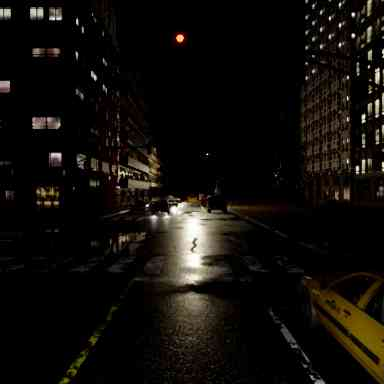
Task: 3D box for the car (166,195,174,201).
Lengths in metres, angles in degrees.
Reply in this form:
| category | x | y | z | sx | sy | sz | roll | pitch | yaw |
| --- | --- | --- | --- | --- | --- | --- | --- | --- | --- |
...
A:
| category | x | y | z | sx | sy | sz | roll | pitch | yaw |
| --- | --- | --- | --- | --- | --- | --- | --- | --- | --- |
| car | -5.696 | 1.611 | 85.941 | 1.752 | 1.417 | 4.829 | 0 | 0 | 0 |

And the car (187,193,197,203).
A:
| category | x | y | z | sx | sy | sz | roll | pitch | yaw |
| --- | --- | --- | --- | --- | --- | --- | --- | --- | --- |
| car | 0.000 | 1.291 | 75.861 | 2.150 | 2.045 | 5.566 | 0 | 0 | 0 |

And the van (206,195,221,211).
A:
| category | x | y | z | sx | sy | sz | roll | pitch | yaw |
| --- | --- | --- | --- | --- | --- | --- | --- | --- | --- |
| van | 2.684 | 1.357 | 41.898 | 1.690 | 1.788 | 3.998 | 0 | 0 | 0 |

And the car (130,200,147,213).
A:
| category | x | y | z | sx | sy | sz | roll | pitch | yaw |
| --- | --- | --- | --- | --- | --- | --- | --- | --- | --- |
| car | -5.694 | 1.562 | 36.371 | 2.008 | 1.369 | 4.403 | 0 | 0 | 0 |

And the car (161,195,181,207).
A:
| category | x | y | z | sx | sy | sz | roll | pitch | yaw |
| --- | --- | --- | --- | --- | --- | --- | --- | --- | --- |
| car | -3.077 | 1.518 | 50.631 | 2.128 | 1.511 | 4.902 | 0 | 0 | 0 |

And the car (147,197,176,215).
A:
| category | x | y | z | sx | sy | sz | roll | pitch | yaw |
| --- | --- | --- | --- | --- | --- | --- | --- | --- | --- |
| car | -3.091 | 1.557 | 34.640 | 2.033 | 1.411 | 5.357 | 0 | 0 | 1 |

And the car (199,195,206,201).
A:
| category | x | y | z | sx | sy | sz | roll | pitch | yaw |
| --- | --- | --- | --- | --- | --- | --- | --- | --- | --- |
| car | 2.684 | 1.611 | 86.281 | 1.752 | 1.417 | 4.829 | 0 | 0 | 0 |

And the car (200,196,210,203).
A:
| category | x | y | z | sx | sy | sz | roll | pitch | yaw |
| --- | --- | --- | --- | --- | --- | --- | --- | --- | --- |
| car | 2.684 | 1.600 | 69.532 | 1.887 | 1.381 | 4.507 | 0 | 0 | 0 |

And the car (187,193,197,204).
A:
| category | x | y | z | sx | sy | sz | roll | pitch | yaw |
| --- | --- | --- | --- | --- | --- | --- | --- | --- | --- |
| car | 0.098 | 1.526 | 65.386 | 1.882 | 1.535 | 5.008 | 0 | 0 | 0 |

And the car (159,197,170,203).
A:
| category | x | y | z | sx | sy | sz | roll | pitch | yaw |
| --- | --- | --- | --- | --- | --- | --- | --- | --- | --- |
| car | -5.696 | 1.637 | 69.532 | 1.802 | 1.307 | 4.206 | 0 | 0 | 0 |

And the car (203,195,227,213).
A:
| category | x | y | z | sx | sy | sz | roll | pitch | yaw |
| --- | --- | --- | --- | --- | --- | --- | --- | --- | --- |
| car | 2.684 | 1.326 | 36.372 | 2.192 | 1.841 | 5.009 | 0 | 0 | 0 |

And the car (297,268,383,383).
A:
| category | x | y | z | sx | sy | sz | roll | pitch | yaw |
| --- | --- | --- | --- | --- | --- | --- | --- | --- | --- |
| car | 2.686 | 1.525 | 4.129 | 1.752 | 1.417 | 4.829 | 0 | 0 | 0 |

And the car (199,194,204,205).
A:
| category | x | y | z | sx | sy | sz | roll | pitch | yaw |
| --- | --- | --- | --- | --- | --- | --- | --- | --- | --- |
| car | 2.683 | 1.353 | 58.478 | 2.192 | 1.841 | 5.009 | 0 | 0 | 0 |

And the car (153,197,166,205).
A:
| category | x | y | z | sx | sy | sz | roll | pitch | yaw |
| --- | --- | --- | --- | --- | --- | --- | --- | --- | --- |
| car | -5.696 | 1.582 | 58.477 | 1.887 | 1.381 | 4.507 | 0 | 0 | 0 |

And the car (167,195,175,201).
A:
| category | x | y | z | sx | sy | sz | roll | pitch | yaw |
| --- | --- | --- | --- | --- | --- | --- | --- | --- | --- |
| car | -5.697 | 1.642 | 91.637 | 1.887 | 1.381 | 4.507 | 0 | 0 | 0 |

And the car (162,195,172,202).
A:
| category | x | y | z | sx | sy | sz | roll | pitch | yaw |
| --- | --- | --- | --- | --- | --- | --- | --- | --- | --- |
| car | -5.697 | 1.505 | 75.058 | 1.967 | 1.590 | 4.097 | 0 | 0 | 0 |

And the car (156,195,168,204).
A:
| category | x | y | z | sx | sy | sz | roll | pitch | yaw |
| --- | --- | --- | --- | --- | --- | --- | --- | --- | --- |
| car | -5.697 | 1.487 | 64.005 | 1.967 | 1.590 | 4.097 | 0 | 0 | 0 |

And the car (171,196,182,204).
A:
| category | x | y | z | sx | sy | sz | roll | pitch | yaw |
| --- | --- | --- | --- | --- | --- | --- | --- | --- | --- |
| car | -3.037 | 1.597 | 65.740 | 2.033 | 1.411 | 5.357 | 0 | 0 | 0 |

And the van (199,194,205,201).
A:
| category | x | y | z | sx | sy | sz | roll | pitch | yaw |
| --- | --- | --- | --- | --- | --- | --- | --- | --- | --- |
| van | 2.682 | 1.439 | 91.637 | 1.690 | 1.788 | 3.998 | 0 | 0 | 0 |
